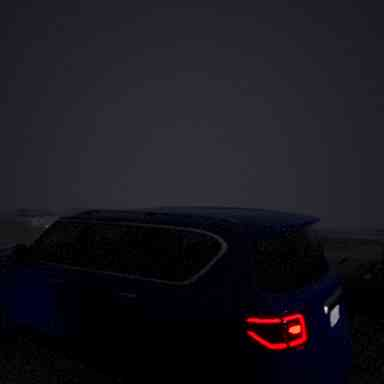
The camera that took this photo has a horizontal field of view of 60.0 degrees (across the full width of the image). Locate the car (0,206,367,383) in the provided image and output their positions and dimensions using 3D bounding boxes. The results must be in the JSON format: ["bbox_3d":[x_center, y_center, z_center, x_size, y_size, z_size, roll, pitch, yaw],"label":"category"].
[{"bbox_3d":[-0.875,1.222,4.616,5.566,2.045,2.150,0,0,36],"label":"car"}]

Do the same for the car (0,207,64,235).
[{"bbox_3d":[-9.787,1.605,19.571,4.718,1.301,1.895,0,0,35],"label":"car"}]

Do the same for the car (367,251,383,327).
[{"bbox_3d":[3.540,1.601,5.765,4.718,1.301,1.895,0,0,36],"label":"car"}]
